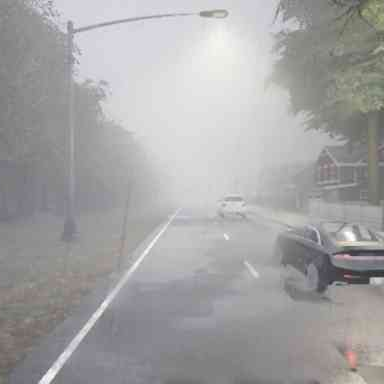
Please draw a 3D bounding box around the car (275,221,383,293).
[{"bbox_3d":[3.601,1.514,8.870,2.128,1.511,4.902,0,0,0],"label":"car"}]

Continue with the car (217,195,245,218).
[{"bbox_3d":[3.609,1.299,31.179,2.150,2.045,5.566,0,0,0],"label":"car"}]

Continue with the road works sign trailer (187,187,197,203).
[{"bbox_3d":[0.031,0.617,75.191,2.380,3.560,2.880,0,0,0],"label":"road works sign trailer"}]
